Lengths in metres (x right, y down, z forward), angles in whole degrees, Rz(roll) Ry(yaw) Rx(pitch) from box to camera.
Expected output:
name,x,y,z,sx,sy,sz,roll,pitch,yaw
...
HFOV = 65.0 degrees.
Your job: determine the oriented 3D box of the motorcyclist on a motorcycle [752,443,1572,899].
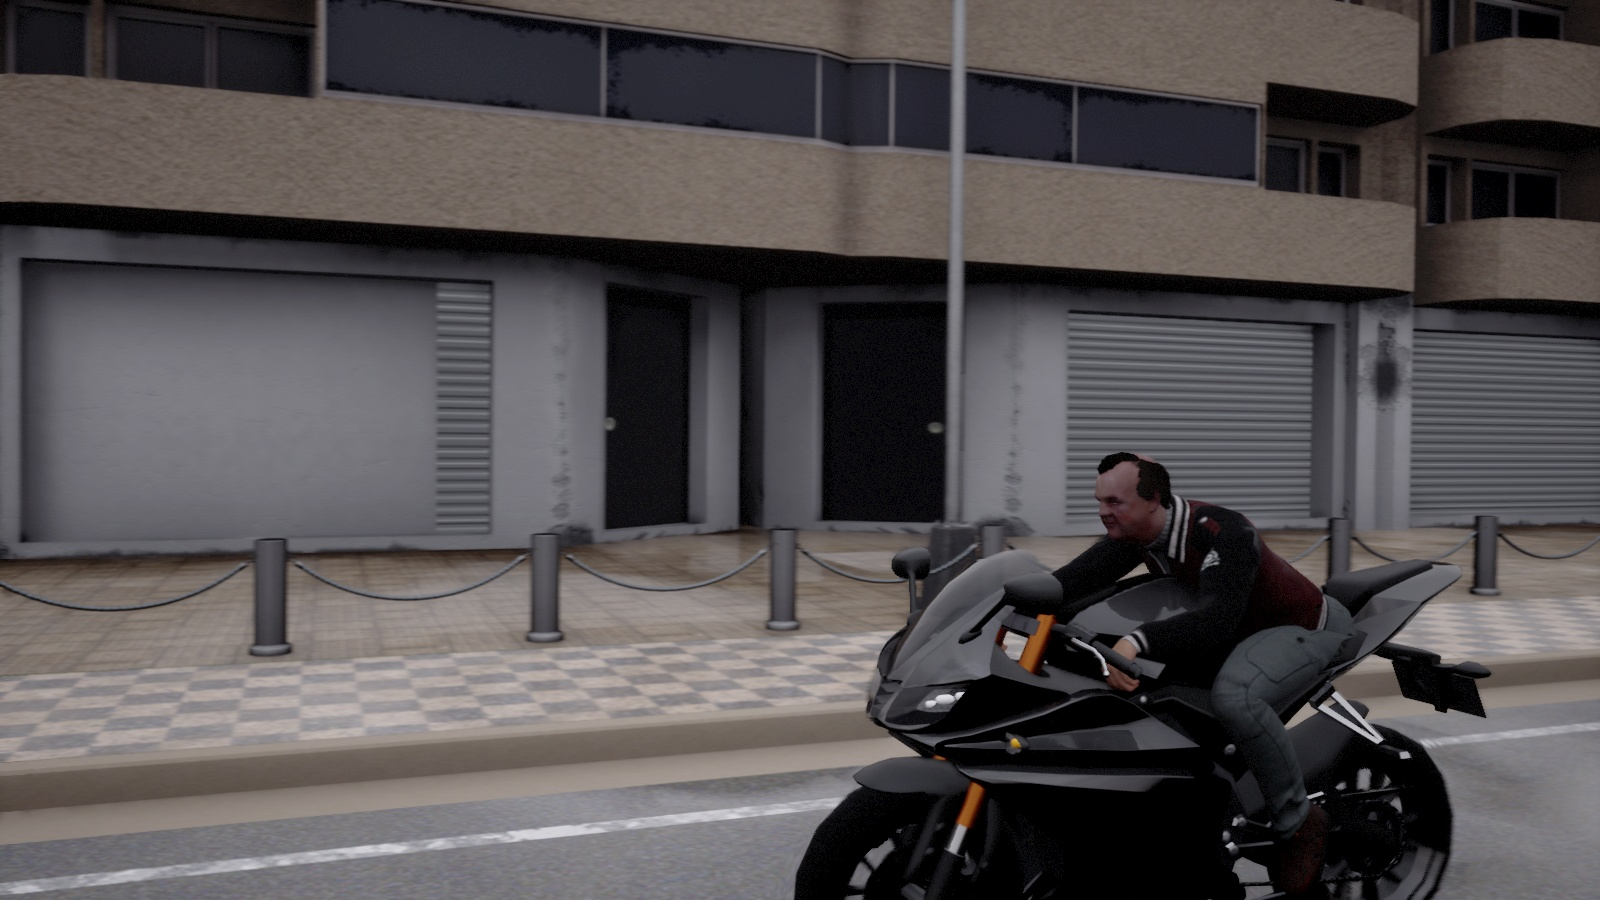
name,x,y,z,sx,sy,sz,roll,pitch,yaw
motorcyclist on a motorcycle,1.045,0.762,3.638,2.191,1.530,0.866,-1,1,-21
